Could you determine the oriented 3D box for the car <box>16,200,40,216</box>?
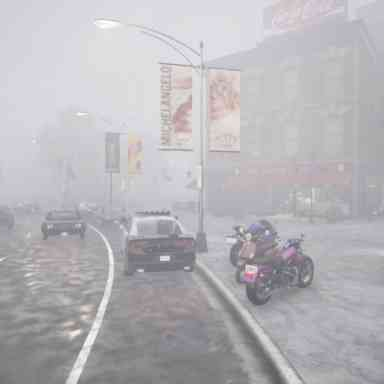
[{"bbox_3d":[-16.320,1.511,32.569,1.812,1.442,4.674,0,0,-41],"label":"car"}]

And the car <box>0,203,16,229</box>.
[{"bbox_3d":[-12.303,1.494,20.949,1.837,1.490,4.892,1,0,-27],"label":"car"}]

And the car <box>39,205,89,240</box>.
[{"bbox_3d":[-6.623,1.595,17.179,1.895,1.301,4.718,0,0,-21],"label":"car"}]

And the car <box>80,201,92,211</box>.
[{"bbox_3d":[-8.522,1.512,27.656,2.002,1.452,4.674,0,0,-34],"label":"car"}]

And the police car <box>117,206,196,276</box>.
[{"bbox_3d":[-1.273,1.423,10.665,1.930,1.638,5.238,0,0,-14],"label":"police car"}]

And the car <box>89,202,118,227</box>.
[{"bbox_3d":[-5.577,1.589,22.740,1.895,1.301,4.718,0,0,-24],"label":"car"}]
